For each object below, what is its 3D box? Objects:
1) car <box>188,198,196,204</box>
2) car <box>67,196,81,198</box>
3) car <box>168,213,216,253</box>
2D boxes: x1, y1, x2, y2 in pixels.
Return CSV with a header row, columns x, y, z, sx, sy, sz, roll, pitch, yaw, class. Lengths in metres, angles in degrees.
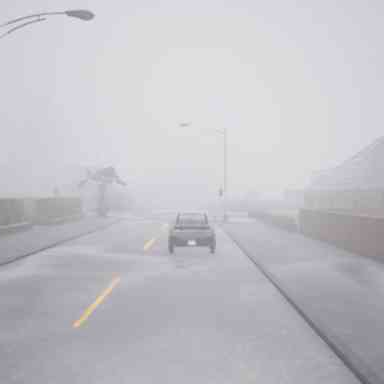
x,y,z,sx,sy,sz,roll,pitch,yaw,class
-0.016,2.251,84.469,1.882,1.535,5.008,0,-1,0,car
-19.768,1.516,54.248,1.905,1.878,3.866,0,-1,35,car
0.000,1.633,14.281,2.128,1.511,4.902,0,0,0,car
